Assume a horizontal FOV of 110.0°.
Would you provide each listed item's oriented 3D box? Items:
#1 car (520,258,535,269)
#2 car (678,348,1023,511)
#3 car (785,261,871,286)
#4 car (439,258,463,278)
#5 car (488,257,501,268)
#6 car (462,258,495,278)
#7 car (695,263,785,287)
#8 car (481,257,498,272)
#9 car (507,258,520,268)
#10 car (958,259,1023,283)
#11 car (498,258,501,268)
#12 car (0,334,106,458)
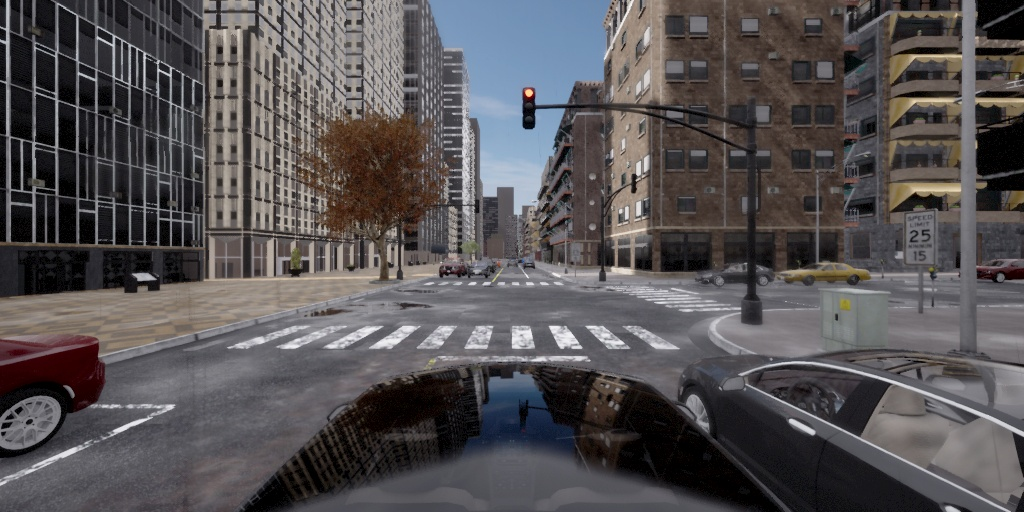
[{"bbox_3d":[2.698,1.349,56.798,1.948,1.339,4.313,0,0,0],"label":"car"},{"bbox_3d":[2.689,1.300,2.319,2.007,1.370,4.403,0,0,0],"label":"car"},{"bbox_3d":[18.834,0.993,21.788,4.829,1.417,1.751,0,0,-1],"label":"car"},{"bbox_3d":[-5.687,1.079,34.708,2.192,1.841,5.009,0,0,0],"label":"car"},{"bbox_3d":[-3.039,1.144,63.105,2.097,1.767,4.553,0,0,1],"label":"car"},{"bbox_3d":[-3.096,1.255,34.198,2.128,1.511,4.902,0,0,0],"label":"car"},{"bbox_3d":[13.437,1.095,21.734,4.403,1.370,2.007,0,0,-1],"label":"car"},{"bbox_3d":[-3.092,1.123,43.370,2.097,1.767,4.553,0,0,0],"label":"car"},{"bbox_3d":[0.111,1.284,64.089,2.128,1.511,4.902,0,0,0],"label":"car"},{"bbox_3d":[30.139,0.859,21.901,4.507,1.381,1.888,0,0,-1],"label":"car"},{"bbox_3d":[-3.086,1.381,53.088,1.895,1.301,4.718,0,0,0],"label":"car"},{"bbox_3d":[-5.692,1.295,2.321,1.888,1.381,4.507,0,0,0],"label":"car"}]
